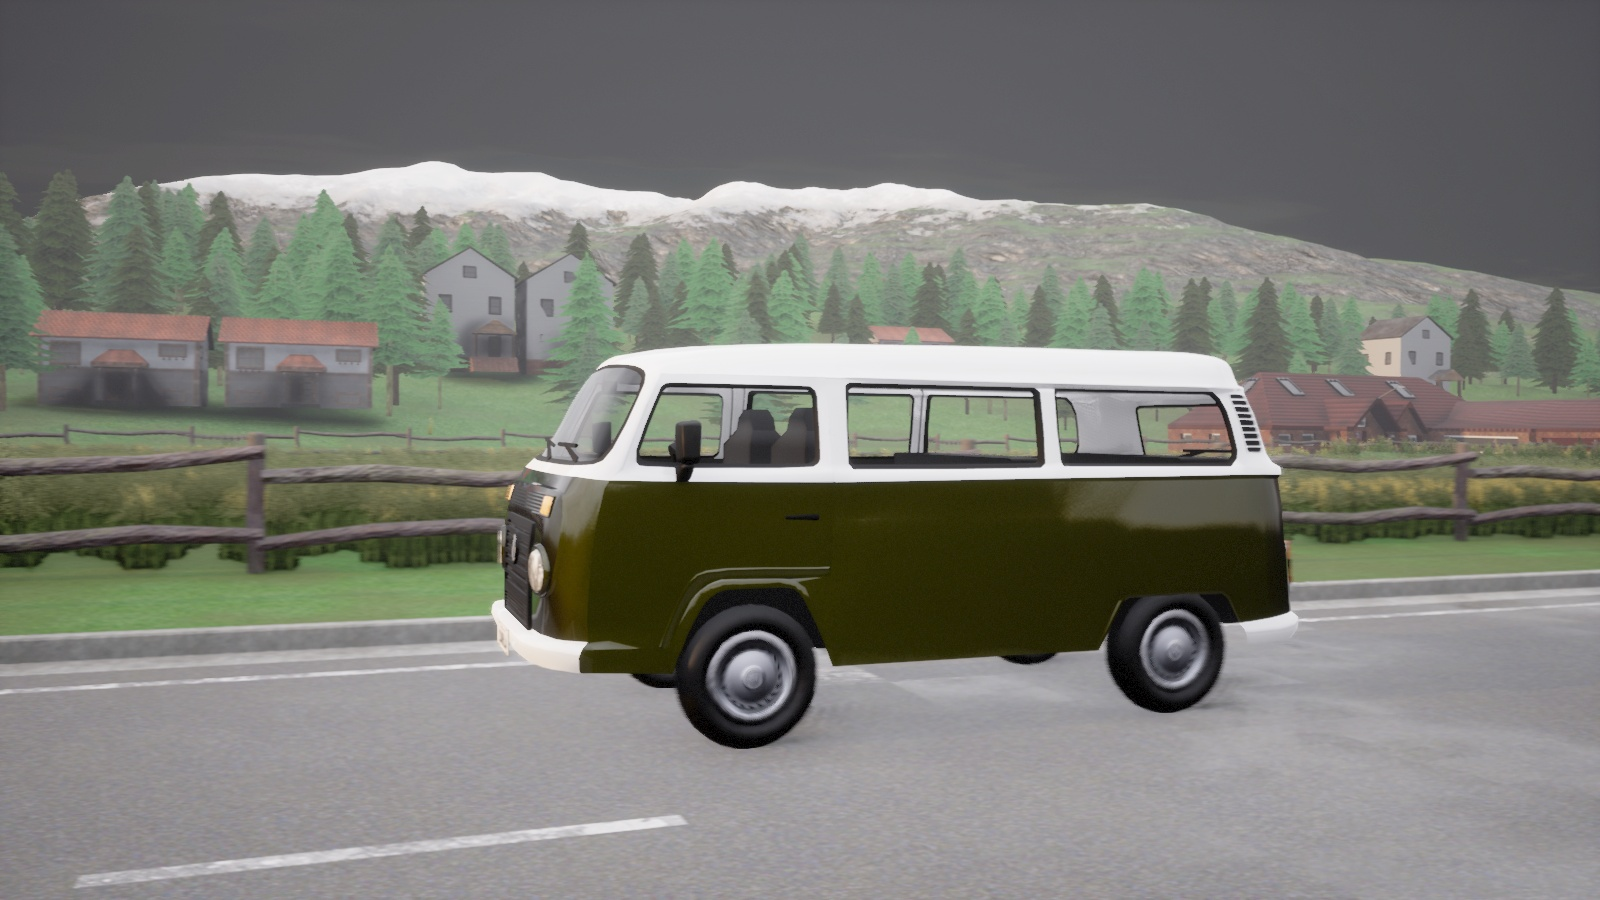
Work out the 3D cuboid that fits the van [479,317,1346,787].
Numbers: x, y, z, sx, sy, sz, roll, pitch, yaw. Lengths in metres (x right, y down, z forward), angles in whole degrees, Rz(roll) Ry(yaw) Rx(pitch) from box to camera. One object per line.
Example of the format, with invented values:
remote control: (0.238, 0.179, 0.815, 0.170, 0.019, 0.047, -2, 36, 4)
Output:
van: (0.589, 0.398, 7.203, 4.480, 2.038, 2.069, -1, 1, -21)
